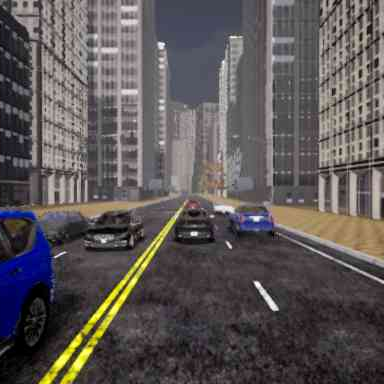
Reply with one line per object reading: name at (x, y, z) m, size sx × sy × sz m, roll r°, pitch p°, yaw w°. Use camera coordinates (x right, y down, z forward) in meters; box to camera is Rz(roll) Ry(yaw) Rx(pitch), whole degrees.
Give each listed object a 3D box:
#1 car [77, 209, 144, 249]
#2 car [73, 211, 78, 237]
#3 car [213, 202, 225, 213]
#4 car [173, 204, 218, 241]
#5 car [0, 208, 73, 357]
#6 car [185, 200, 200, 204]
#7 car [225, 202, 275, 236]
car at (-3.316, 1.585, 14.926) m, size 1.837 × 1.490 × 4.892 m, roll 0°, pitch 1°, yaw 0°
car at (-6.550, 1.639, 16.555) m, size 2.033 × 1.411 × 5.357 m, roll 0°, pitch 0°, yaw 0°
car at (3.354, 1.799, 37.400) m, size 1.895 × 1.301 × 4.718 m, roll 0°, pitch 0°, yaw 0°
car at (0.103, 1.601, 17.127) m, size 1.837 × 1.490 × 4.892 m, roll 0°, pitch 0°, yaw 0°
car at (-3.249, 1.240, 3.170) m, size 2.150 × 2.045 × 5.566 m, roll 0°, pitch 0°, yaw 0°
car at (0.106, 1.755, 44.141) m, size 1.812 × 1.442 × 4.674 m, roll 0°, pitch 0°, yaw 0°
car at (3.352, 1.459, 19.454) m, size 2.097 × 1.767 × 4.553 m, roll 0°, pitch 0°, yaw 0°
